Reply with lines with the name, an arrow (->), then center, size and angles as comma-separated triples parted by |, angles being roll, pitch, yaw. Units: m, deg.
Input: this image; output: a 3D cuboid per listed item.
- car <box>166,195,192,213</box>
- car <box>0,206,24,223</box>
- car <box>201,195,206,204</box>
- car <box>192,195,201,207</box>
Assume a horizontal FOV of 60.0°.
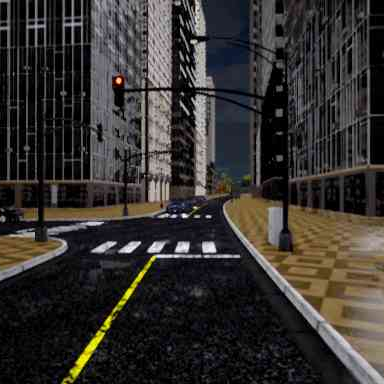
car -> -1.558, 1.349, 36.190 | 2.097, 1.767, 4.553 | 0, 0, 5
car -> -16.435, 1.870, 28.068 | 4.403, 1.369, 2.008 | -1, 1, 10
car -> 1.532, 1.314, 64.802 | 2.097, 1.767, 4.553 | 0, 0, 8
car -> -0.221, 1.333, 50.633 | 2.097, 1.767, 4.553 | 0, 0, 7
